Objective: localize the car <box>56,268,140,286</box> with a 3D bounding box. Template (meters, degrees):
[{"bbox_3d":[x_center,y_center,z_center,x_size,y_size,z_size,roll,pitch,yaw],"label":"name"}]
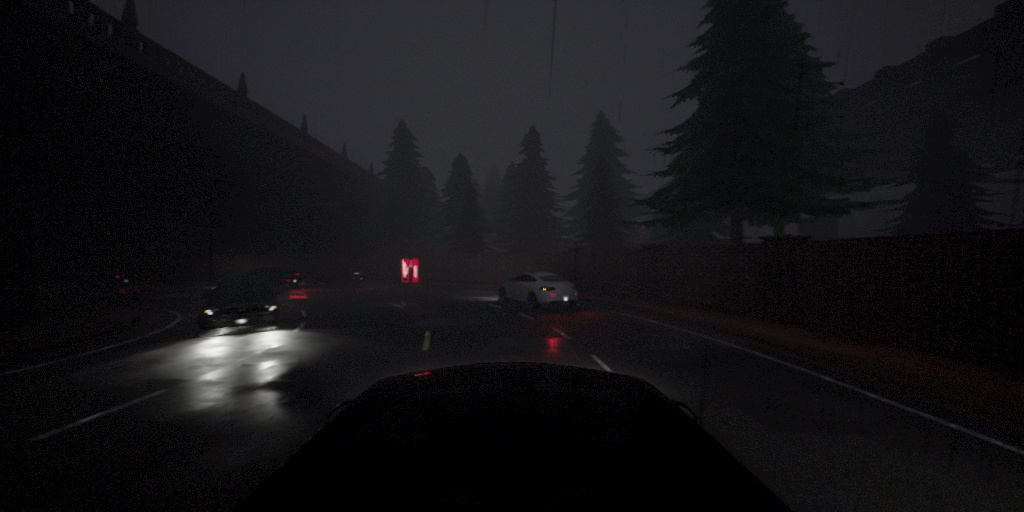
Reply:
[{"bbox_3d":[-31.433,1.598,27.289,4.718,1.301,1.895,0,-1,3],"label":"car"}]

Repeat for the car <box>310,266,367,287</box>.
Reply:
[{"bbox_3d":[-13.393,1.489,27.349,4.902,1.511,2.128,0,-1,21],"label":"car"}]

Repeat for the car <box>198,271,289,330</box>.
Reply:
[{"bbox_3d":[-8.800,1.396,11.860,2.033,1.411,5.357,1,-1,-35],"label":"car"}]

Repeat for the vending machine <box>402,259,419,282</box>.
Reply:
[{"bbox_3d":[-8.385,1.214,29.535,0.880,2.100,1.100,0,0,24],"label":"vending machine"}]

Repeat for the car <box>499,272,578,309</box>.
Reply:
[{"bbox_3d":[1.045,1.411,15.738,1.812,1.442,4.674,1,-1,-25],"label":"car"}]

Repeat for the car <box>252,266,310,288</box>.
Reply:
[{"bbox_3d":[-16.894,1.475,24.856,4.892,1.490,1.837,-1,-1,18],"label":"car"}]
